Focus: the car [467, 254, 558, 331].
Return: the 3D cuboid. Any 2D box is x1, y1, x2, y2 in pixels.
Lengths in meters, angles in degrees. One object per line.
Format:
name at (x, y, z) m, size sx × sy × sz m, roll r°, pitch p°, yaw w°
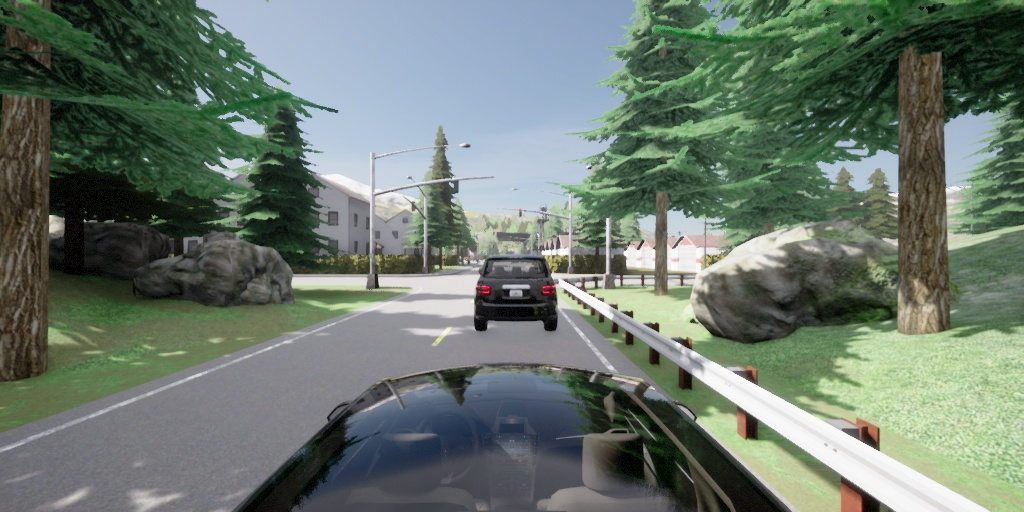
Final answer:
car at (0.104, 0.967, 11.071) m, size 2.150 × 2.045 × 5.566 m, roll 0°, pitch 0°, yaw 0°
